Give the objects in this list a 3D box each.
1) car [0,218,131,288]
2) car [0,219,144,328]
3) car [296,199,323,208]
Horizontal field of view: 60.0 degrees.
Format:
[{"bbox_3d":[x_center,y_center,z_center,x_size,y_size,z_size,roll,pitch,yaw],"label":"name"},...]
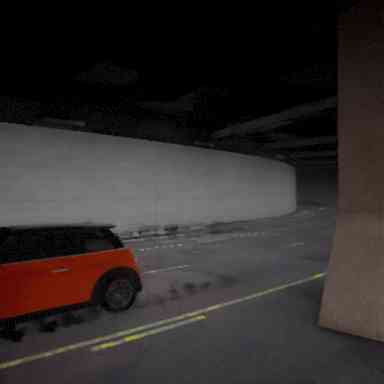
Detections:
[{"bbox_3d":[-4.623,1.627,9.360,5.357,1.411,2.033,0,0,-37],"label":"car"},{"bbox_3d":[-3.264,1.407,6.138,4.553,1.767,2.097,0,-1,-37],"label":"car"},{"bbox_3d":[18.864,1.805,53.751,2.033,1.411,5.357,0,0,-14],"label":"car"}]
